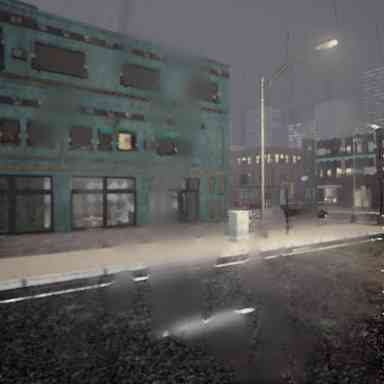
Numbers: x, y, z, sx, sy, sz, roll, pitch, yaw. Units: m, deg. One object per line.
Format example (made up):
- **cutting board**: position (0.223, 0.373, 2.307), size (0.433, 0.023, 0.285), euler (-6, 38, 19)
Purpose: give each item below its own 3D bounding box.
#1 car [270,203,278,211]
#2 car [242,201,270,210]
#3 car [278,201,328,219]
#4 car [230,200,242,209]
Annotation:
- **car**: position (12.915, 1.827, 43.542), size (2.008, 1.369, 4.403), euler (-1, 0, -35)
- **car**: position (9.705, 1.922, 48.052), size (1.802, 1.307, 4.206), euler (-1, 0, -35)
- **car**: position (10.828, 1.827, 31.815), size (1.947, 1.339, 4.313), euler (-1, 0, -35)
- **car**: position (6.496, 1.984, 52.560), size (1.802, 1.307, 4.206), euler (-1, 0, -35)
